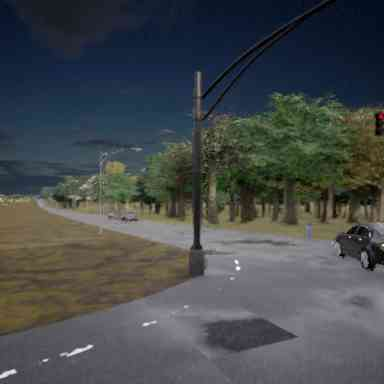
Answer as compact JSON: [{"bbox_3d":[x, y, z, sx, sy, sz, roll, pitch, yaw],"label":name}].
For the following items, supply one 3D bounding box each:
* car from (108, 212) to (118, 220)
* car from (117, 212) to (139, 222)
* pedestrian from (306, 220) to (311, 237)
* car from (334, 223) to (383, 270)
[{"bbox_3d":[-14.674,4.572,63.396,2.128,1.511,4.902,1,-3,-25],"label":"car"},{"bbox_3d":[-10.170,4.176,54.164,2.033,1.411,5.357,1,-3,-25],"label":"car"},{"bbox_3d":[8.479,2.577,24.079,0.375,1.300,0.375,-1,0,-25],"label":"pedestrian"},{"bbox_3d":[6.869,1.932,12.484,1.837,1.490,4.892,0,-3,6],"label":"car"}]
